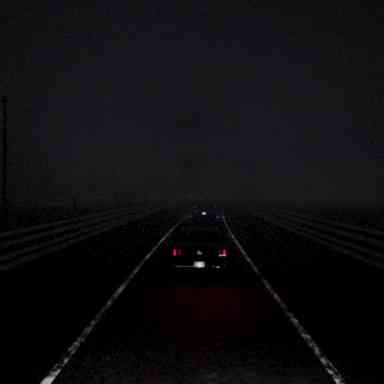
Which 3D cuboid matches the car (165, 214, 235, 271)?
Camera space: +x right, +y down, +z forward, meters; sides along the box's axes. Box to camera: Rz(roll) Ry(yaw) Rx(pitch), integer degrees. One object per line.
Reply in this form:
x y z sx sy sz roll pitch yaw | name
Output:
0.270 1.641 11.033 1.895 1.301 4.718 0 0 2 | car

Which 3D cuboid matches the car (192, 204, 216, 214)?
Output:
1.080 1.666 28.248 1.994 1.385 4.181 0 0 4 | car
